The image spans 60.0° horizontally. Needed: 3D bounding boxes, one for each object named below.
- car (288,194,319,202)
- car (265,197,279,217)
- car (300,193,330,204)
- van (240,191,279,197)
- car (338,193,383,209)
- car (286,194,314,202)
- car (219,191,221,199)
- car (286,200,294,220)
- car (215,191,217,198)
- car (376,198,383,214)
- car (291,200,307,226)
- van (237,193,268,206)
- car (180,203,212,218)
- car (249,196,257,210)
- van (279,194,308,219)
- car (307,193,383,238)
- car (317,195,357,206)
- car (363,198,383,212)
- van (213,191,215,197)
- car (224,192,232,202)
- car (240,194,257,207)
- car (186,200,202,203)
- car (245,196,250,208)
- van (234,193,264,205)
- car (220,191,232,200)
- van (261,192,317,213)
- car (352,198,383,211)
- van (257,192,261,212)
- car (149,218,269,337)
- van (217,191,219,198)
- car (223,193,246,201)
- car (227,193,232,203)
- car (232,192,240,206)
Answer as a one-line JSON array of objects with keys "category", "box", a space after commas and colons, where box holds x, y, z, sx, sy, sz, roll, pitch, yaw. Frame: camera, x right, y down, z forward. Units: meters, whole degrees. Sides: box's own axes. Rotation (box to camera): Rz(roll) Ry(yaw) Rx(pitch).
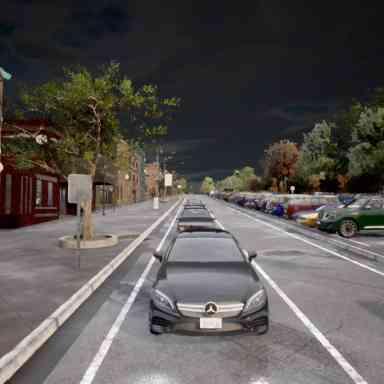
[{"category": "car", "box": [21.830, 1.209, 65.217, 5.366, 1.575, 1.946, 0, 0, 0]}, {"category": "car", "box": [9.194, 1.460, 28.276, 5.008, 1.535, 2.097, 0, 0, 0]}, {"category": "car", "box": [22.086, 1.136, 59.668, 4.553, 1.767, 2.185, 0, 1, 0]}, {"category": "van", "box": [9.196, 1.163, 45.106, 4.442, 1.987, 1.878, 0, 0, 0]}, {"category": "car", "box": [22.145, 1.153, 43.011, 5.566, 2.045, 2.435, 0, 0, 0]}, {"category": "car", "box": [22.001, 1.188, 67.995, 4.892, 1.521, 2.231, 0, 1, 0]}, {"category": "car", "box": [8.891, 0.938, 67.528, 5.566, 2.045, 2.435, 0, 1, 0]}, {"category": "car", "box": [9.242, 1.506, 22.670, 4.674, 1.452, 2.002, 0, 0, 0]}, {"category": "car", "box": [8.814, 1.065, 81.545, 5.008, 1.535, 2.097, 0, 1, 0]}, {"category": "car", "box": [22.418, 1.444, 34.684, 5.366, 1.575, 1.946, 0, 0, 0]}, {"category": "car", "box": [9.074, 1.466, 19.866, 5.366, 1.575, 1.946, 0, 0, 0]}, {"category": "van", "box": [9.156, 1.114, 50.710, 4.442, 1.987, 1.878, 0, 1, 0]}, {"category": "car", "box": [0.192, 1.532, 17.436, 2.033, 1.411, 5.357, 0, 0, 0]}, {"category": "car", "box": [9.168, 1.470, 36.689, 4.792, 1.488, 2.163, 0, 0, 0]}, {"category": "van", "box": [9.336, 1.237, 25.474, 4.442, 1.987, 1.878, 0, 0, 0]}, {"category": "car", "box": [9.251, 1.221, 17.063, 5.566, 2.045, 2.435, 0, 0, 0]}, {"category": "car", "box": [22.301, 1.332, 51.341, 5.366, 1.575, 1.946, 0, 1, 0]}, {"category": "car", "box": [22.184, 1.469, 37.455, 4.792, 1.488, 2.163, 0, 0, 0]}, {"category": "van", "box": [8.642, 0.764, 89.952, 4.442, 1.987, 1.878, 0, 1, 0]}, {"category": "car", "box": [8.956, 1.280, 61.924, 4.674, 1.452, 2.002, 0, 1, 0]}, {"category": "car", "box": [9.105, 1.409, 42.299, 4.892, 1.521, 2.231, 0, 0, 0]}, {"category": "car", "box": [0.218, 1.442, 29.884, 2.128, 1.511, 4.902, 0, 0, 0]}, {"category": "car", "box": [9.116, 1.466, 39.496, 4.674, 1.452, 2.002, 0, 0, 0]}, {"category": "van", "box": [9.136, 1.089, 53.513, 4.442, 1.987, 1.878, 0, 1, 0]}, {"category": "car", "box": [8.910, 0.963, 64.725, 5.566, 2.045, 2.435, 0, 1, 0]}, {"category": "van", "box": [9.062, 1.230, 31.082, 4.442, 1.987, 1.878, 0, 0, 0]}, {"category": "car", "box": [22.222, 1.452, 40.238, 4.792, 1.488, 2.163, 0, 0, 0]}, {"category": "van", "box": [9.276, 1.222, 33.886, 4.442, 1.987, 1.878, 0, 0, 0]}, {"category": "car", "box": [0.252, 1.524, 6.857, 1.812, 1.442, 4.674, 0, 0, 0]}, {"category": "van", "box": [8.722, 0.864, 78.740, 4.442, 1.987, 1.878, 0, 1, 0]}, {"category": "car", "box": [8.868, 1.039, 70.332, 4.553, 1.767, 2.185, 0, 1, 0]}, {"category": "car", "box": [8.993, 1.290, 56.318, 4.892, 1.521, 2.231, 0, 1, 0]}, {"category": "car", "box": [9.031, 1.113, 47.905, 5.566, 2.045, 2.435, 0, 1, 0]}]
